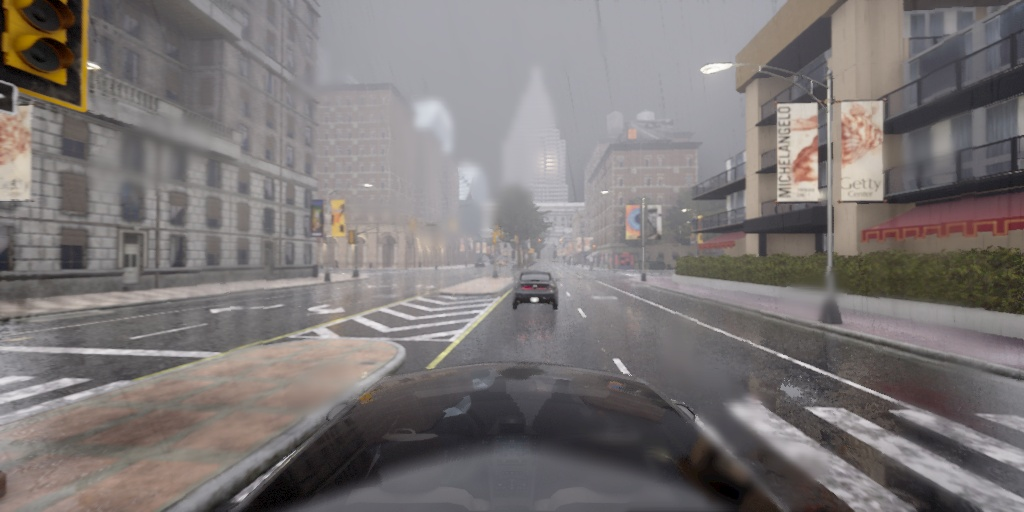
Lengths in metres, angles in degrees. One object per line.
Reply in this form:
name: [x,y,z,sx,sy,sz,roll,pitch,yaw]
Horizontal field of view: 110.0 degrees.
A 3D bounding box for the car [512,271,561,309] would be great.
car: [1.060,1.392,15.832,1.837,1.490,4.892,0,0,5]
